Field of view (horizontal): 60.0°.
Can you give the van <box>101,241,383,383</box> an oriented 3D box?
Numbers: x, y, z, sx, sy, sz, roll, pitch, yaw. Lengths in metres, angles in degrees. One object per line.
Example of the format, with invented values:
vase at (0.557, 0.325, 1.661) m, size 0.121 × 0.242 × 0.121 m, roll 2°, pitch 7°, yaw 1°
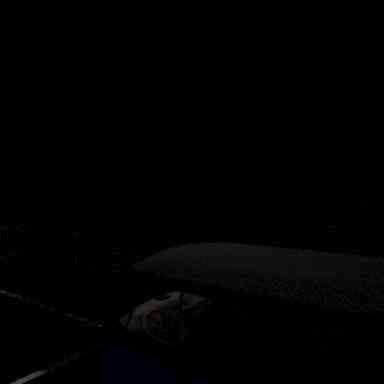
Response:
van at (1.118, 1.341, 2.169) m, size 3.998 × 1.788 × 1.690 m, roll 0°, pitch 0°, yaw 35°
